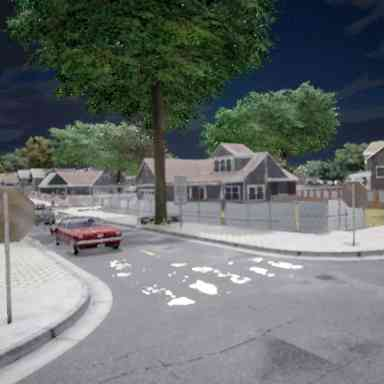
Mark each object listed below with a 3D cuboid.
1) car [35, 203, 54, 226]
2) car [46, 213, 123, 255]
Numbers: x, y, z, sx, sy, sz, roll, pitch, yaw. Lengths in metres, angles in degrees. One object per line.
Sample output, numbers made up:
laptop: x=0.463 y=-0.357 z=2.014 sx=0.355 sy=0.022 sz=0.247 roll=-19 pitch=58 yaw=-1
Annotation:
car: x=-11.484 y=1.597 z=24.360 sx=2.097 sy=1.767 sz=4.553 roll=-2 pitch=1 yaw=-34
car: x=-4.685 y=1.744 z=14.400 sx=1.895 sy=1.301 sz=4.718 roll=-2 pitch=0 yaw=-34
